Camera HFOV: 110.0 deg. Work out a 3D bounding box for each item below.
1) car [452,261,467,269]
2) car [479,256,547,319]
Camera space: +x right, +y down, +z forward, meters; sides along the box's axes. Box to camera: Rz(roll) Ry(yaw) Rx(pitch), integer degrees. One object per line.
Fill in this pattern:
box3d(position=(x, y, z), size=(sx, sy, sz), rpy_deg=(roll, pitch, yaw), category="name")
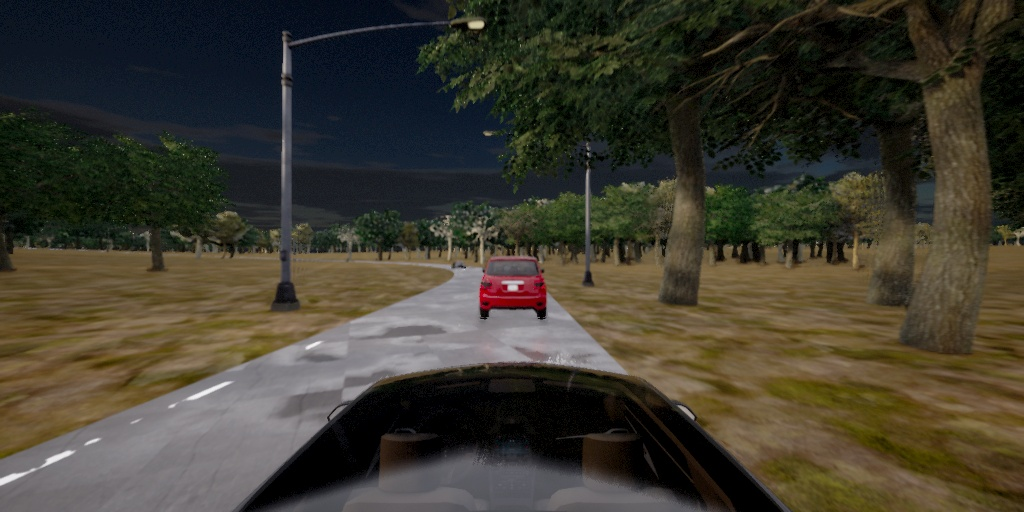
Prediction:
box3d(position=(-8.683, 1.471, 58.677), size=(1.994, 1.385, 4.181), rpy_deg=(0, 0, -16), category="car")
box3d(position=(0.049, 1.025, 13.219), size=(2.150, 2.045, 5.566), rpy_deg=(0, 0, 0), category="car")
